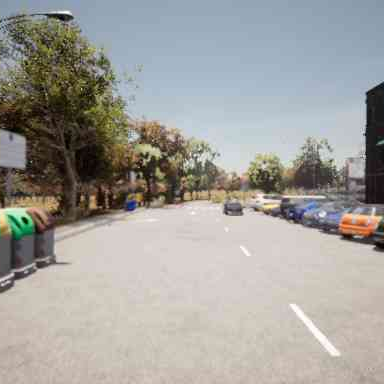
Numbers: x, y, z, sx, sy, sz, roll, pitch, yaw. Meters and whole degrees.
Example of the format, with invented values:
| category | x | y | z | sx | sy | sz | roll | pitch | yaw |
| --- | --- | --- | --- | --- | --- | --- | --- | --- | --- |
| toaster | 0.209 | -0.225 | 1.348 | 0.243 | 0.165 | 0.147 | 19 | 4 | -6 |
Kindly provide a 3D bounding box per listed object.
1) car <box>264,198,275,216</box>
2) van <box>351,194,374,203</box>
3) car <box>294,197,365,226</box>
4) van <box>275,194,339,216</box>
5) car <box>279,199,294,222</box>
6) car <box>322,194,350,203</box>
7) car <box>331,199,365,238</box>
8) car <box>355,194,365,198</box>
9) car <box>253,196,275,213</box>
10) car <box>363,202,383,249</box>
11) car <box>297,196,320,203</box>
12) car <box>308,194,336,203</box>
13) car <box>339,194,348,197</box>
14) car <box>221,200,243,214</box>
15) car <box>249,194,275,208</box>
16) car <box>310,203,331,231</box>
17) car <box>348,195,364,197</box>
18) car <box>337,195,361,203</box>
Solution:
| category | x | y | z | sx | sy | sz | roll | pitch | yaw |
| --- | --- | --- | --- | --- | --- | --- | --- | --- | --- |
| car | 9.538 | 1.578 | 30.874 | 4.674 | 1.452 | 2.002 | 1 | 0 | -20 |
| van | 37.458 | 1.460 | 73.172 | 1.878 | 1.987 | 4.442 | 0 | -1 | -21 |
| car | 9.500 | 1.396 | 21.869 | 4.553 | 1.767 | 2.185 | 1 | 0 | -20 |
| van | 9.624 | 1.309 | 27.917 | 4.442 | 1.987 | 1.878 | 1 | 0 | -20 |
| car | 9.482 | 1.527 | 24.872 | 5.008 | 1.535 | 2.097 | 1 | 0 | -20 |
| car | 31.480 | 1.420 | 72.932 | 2.435 | 2.045 | 5.566 | 1 | -1 | -21 |
| car | 9.382 | 1.386 | 15.853 | 4.553 | 1.767 | 2.185 | 1 | 0 | -19 |
| car | 28.563 | 1.377 | 55.968 | 2.435 | 2.045 | 5.566 | 0 | 1 | -21 |
| car | 9.376 | 1.538 | 33.817 | 5.366 | 1.575 | 1.946 | 1 | 0 | -20 |
| car | 9.354 | 1.382 | 12.851 | 4.553 | 1.767 | 2.185 | 1 | 0 | -19 |
| car | 25.395 | 1.688 | 72.854 | 2.163 | 1.488 | 4.792 | 0 | -1 | -21 |
| car | 28.419 | 1.414 | 72.916 | 2.435 | 2.045 | 5.566 | 0 | -1 | -21 |
| car | 22.681 | 1.365 | 55.813 | 2.435 | 2.045 | 5.566 | 0 | 1 | -21 |
| car | 4.270 | 1.545 | 35.616 | 2.128 | 1.511 | 4.902 | 0 | 0 | 0 |
| car | 9.607 | 1.305 | 39.909 | 5.566 | 2.045 | 2.435 | 1 | 0 | -20 |
| car | 9.441 | 1.556 | 18.861 | 4.674 | 1.452 | 2.002 | 1 | 0 | -19 |
| car | 25.597 | 1.651 | 55.907 | 2.163 | 1.488 | 4.792 | 0 | 1 | -21 |
| car | 34.476 | 1.552 | 73.040 | 2.185 | 1.767 | 4.553 | 1 | -1 | -21 |
